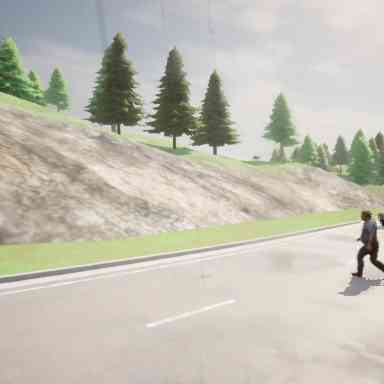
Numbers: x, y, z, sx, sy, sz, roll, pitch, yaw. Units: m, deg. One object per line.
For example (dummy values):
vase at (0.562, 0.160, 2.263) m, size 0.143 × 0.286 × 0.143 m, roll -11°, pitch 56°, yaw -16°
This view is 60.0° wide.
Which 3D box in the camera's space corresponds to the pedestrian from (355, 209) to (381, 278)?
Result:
pedestrian at (4.521, 1.294, 8.529) m, size 0.375 × 1.860 × 0.375 m, roll 0°, pitch 0°, yaw -42°

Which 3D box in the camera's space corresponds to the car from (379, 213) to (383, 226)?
car at (14.090, 1.601, 22.073) m, size 1.895 × 1.301 × 4.718 m, roll 0°, pitch 0°, yaw 44°
